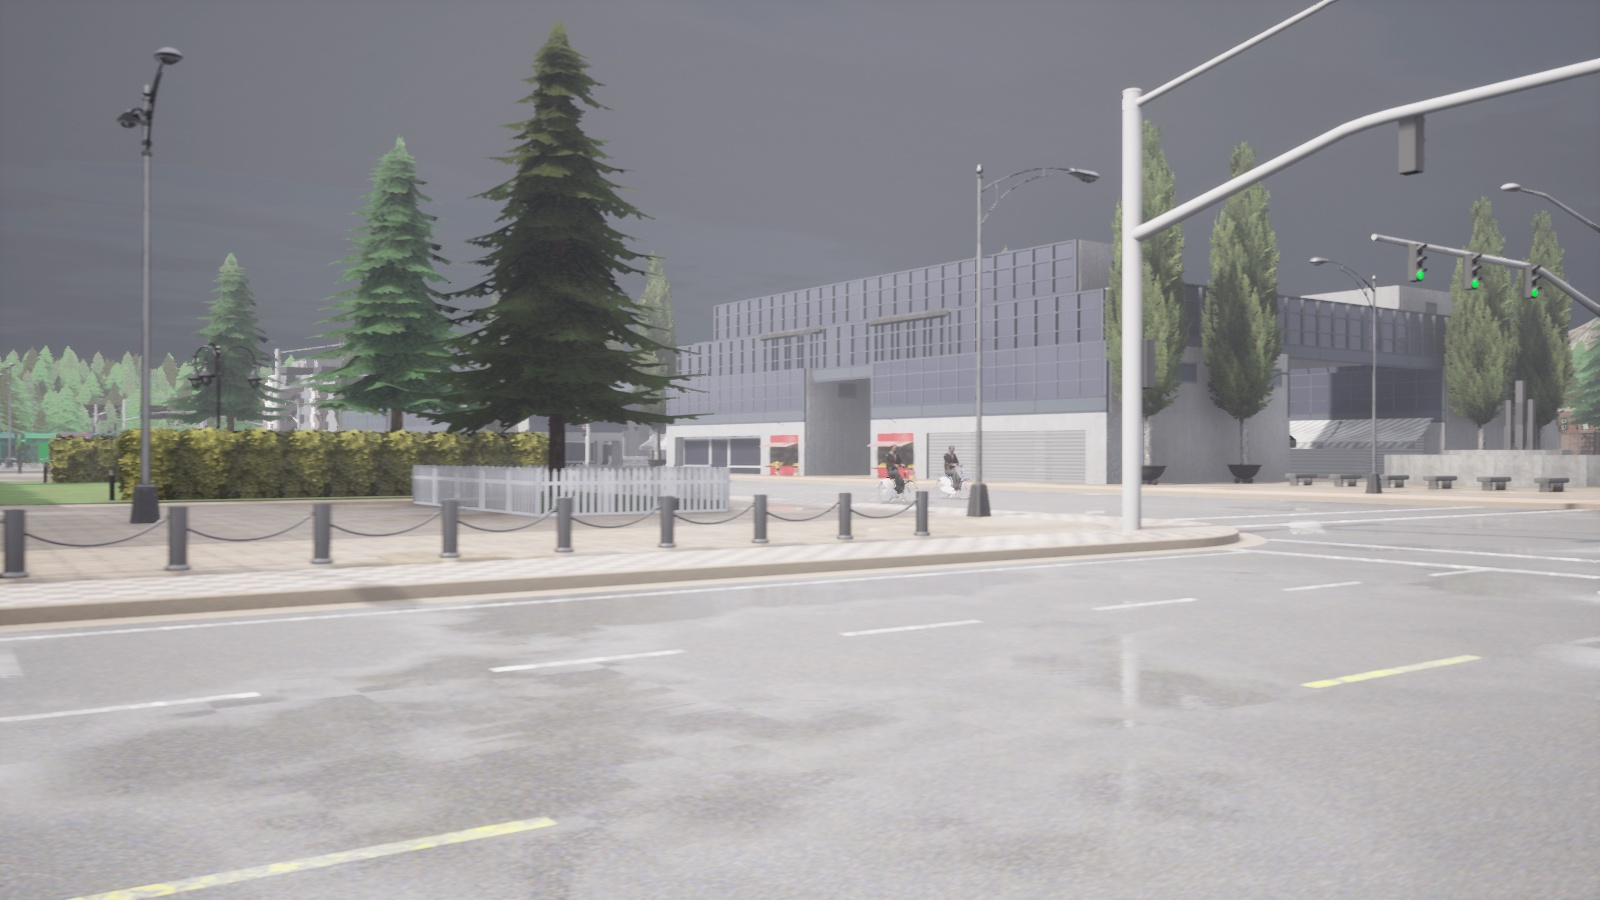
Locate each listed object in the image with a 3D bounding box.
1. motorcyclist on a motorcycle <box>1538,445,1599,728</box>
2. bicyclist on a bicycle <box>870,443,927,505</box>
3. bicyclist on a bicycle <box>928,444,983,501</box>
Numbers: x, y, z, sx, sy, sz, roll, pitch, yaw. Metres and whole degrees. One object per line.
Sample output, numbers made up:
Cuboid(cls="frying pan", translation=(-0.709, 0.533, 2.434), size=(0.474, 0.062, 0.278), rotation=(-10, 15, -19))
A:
Cuboid(cls="motorcyclist on a motorcycle", translation=(5.195, 0.734, 7.275), size=(2.044, 1.523, 0.797), rotation=(0, 0, -35))
Cuboid(cls="bicyclist on a bicycle", translation=(2.870, 0.699, 36.767), size=(0.659, 1.776, 1.843), rotation=(0, 0, -35))
Cuboid(cls="bicyclist on a bicycle", translation=(4.941, 0.702, 39.917), size=(0.659, 1.776, 1.843), rotation=(0, 0, -35))
